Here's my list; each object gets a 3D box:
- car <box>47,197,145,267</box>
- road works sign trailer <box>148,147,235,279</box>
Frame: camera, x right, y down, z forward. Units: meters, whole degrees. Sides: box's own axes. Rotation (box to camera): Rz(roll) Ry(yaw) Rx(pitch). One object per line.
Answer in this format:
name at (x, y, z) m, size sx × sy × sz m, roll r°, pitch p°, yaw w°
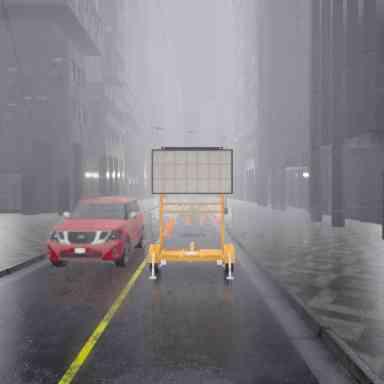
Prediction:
car at (-3.004, 1.215, 11.685) m, size 2.150 × 2.045 × 5.566 m, roll 0°, pitch 0°, yaw 0°
road works sign trailer at (0.006, 0.459, 9.993) m, size 2.380 × 3.560 × 2.880 m, roll 0°, pitch 0°, yaw 1°
